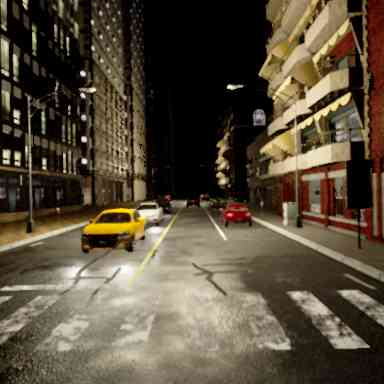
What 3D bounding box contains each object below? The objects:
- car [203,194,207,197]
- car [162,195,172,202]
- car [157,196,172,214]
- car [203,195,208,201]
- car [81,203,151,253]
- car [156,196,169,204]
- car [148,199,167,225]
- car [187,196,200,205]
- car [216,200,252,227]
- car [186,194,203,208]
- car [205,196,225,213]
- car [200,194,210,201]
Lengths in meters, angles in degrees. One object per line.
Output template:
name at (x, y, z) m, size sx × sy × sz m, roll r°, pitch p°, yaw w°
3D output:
car at (2.815, 1.332, 68.145) m, size 1.802 × 1.307 × 4.206 m, roll -1°, pitch 0°, yaw 0°
car at (-5.552, 1.448, 73.811) m, size 1.887 × 1.381 × 4.507 m, roll -1°, pitch 0°, yaw 0°
car at (-3.037, 1.486, 34.360) m, size 2.033 × 1.411 × 5.357 m, roll -1°, pitch 0°, yaw 0°
car at (2.757, 1.362, 39.901) m, size 2.008 × 1.369 × 4.403 m, roll -1°, pitch 0°, yaw 0°
car at (-3.091, 1.467, 13.961) m, size 1.882 × 1.535 × 5.008 m, roll -1°, pitch 0°, yaw 0°
car at (-5.575, 1.476, 62.513) m, size 2.008 × 1.369 × 4.403 m, roll -1°, pitch 0°, yaw 0°
car at (-3.070, 1.490, 23.720) m, size 1.812 × 1.442 × 4.674 m, roll -1°, pitch 0°, yaw 0°
car at (0.182, 1.393, 54.407) m, size 1.994 × 1.385 × 4.181 m, roll -1°, pitch 0°, yaw 0°
car at (2.768, 1.437, 21.336) m, size 1.802 × 1.307 × 4.206 m, roll -1°, pitch 0°, yaw 0°
car at (0.172, 1.357, 44.097) m, size 1.837 × 1.490 × 4.892 m, roll -1°, pitch 0°, yaw 0°
car at (2.744, 1.376, 34.253) m, size 2.008 × 1.369 × 4.403 m, roll -1°, pitch 0°, yaw 0°
car at (2.824, 1.179, 73.793) m, size 1.967 × 1.590 × 4.097 m, roll -1°, pitch 0°, yaw 0°
